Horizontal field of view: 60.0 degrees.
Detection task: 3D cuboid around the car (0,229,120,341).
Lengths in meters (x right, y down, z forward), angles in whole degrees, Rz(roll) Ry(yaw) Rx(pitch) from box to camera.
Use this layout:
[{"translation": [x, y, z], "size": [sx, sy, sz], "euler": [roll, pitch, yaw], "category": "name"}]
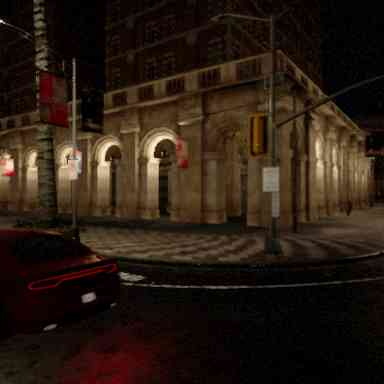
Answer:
[{"translation": [-3.599, 1.468, 6.556], "size": [5.008, 1.535, 1.882], "euler": [0, 0, 35], "category": "car"}]
